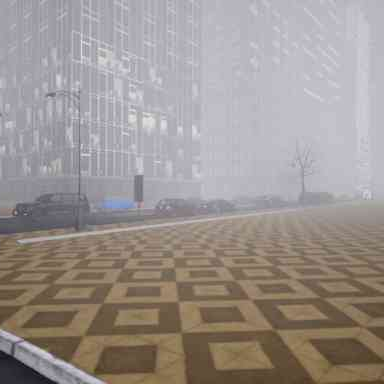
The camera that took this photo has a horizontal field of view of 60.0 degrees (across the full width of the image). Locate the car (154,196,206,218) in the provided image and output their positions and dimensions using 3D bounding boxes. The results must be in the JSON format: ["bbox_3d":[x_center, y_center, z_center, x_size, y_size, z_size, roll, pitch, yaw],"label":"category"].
[{"bbox_3d":[-1.124,1.240,27.106,1.967,1.590,4.097,1,1,41],"label":"car"}]

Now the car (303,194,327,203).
[{"bbox_3d":[21.313,1.031,57.533,2.033,1.411,5.357,0,1,41],"label":"car"}]

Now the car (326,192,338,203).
[{"bbox_3d":[20.964,0.839,53.124,2.192,1.841,5.009,1,1,41],"label":"car"}]

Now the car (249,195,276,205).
[{"bbox_3d":[10.515,1.178,49.701,1.895,1.301,4.718,0,1,41],"label":"car"}]

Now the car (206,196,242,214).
[{"bbox_3d":[2.530,1.320,31.467,1.947,1.339,4.313,1,1,41],"label":"car"}]

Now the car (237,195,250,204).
[{"bbox_3d":[7.211,1.148,49.941,1.947,1.339,4.313,1,1,41],"label":"car"}]

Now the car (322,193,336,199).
[{"bbox_3d":[33.091,0.828,80.209,1.947,1.339,4.313,1,1,41],"label":"car"}]

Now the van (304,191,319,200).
[{"bbox_3d":[25.698,0.694,71.557,1.690,1.788,3.998,1,1,41],"label":"van"}]

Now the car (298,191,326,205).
[{"bbox_3d":[17.267,0.885,48.800,2.192,1.841,5.009,1,1,41],"label":"car"}]

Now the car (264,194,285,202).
[{"bbox_3d":[14.606,1.056,58.589,1.947,1.339,4.313,1,1,41],"label":"car"}]

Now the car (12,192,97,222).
[{"bbox_3d":[-10.477,1.059,25.273,2.150,2.045,5.566,0,1,41],"label":"car"}]

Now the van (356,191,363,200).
[{"bbox_3d":[35.752,0.683,70.420,1.690,1.788,3.998,1,1,41],"label":"van"}]

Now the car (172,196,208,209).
[{"bbox_3d":[-0.188,1.218,41.300,1.887,1.381,4.507,1,1,41],"label":"car"}]

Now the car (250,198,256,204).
[{"bbox_3d":[10.184,1.128,44.515,1.837,1.490,4.892,0,1,41],"label":"car"}]

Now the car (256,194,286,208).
[{"bbox_3d":[9.872,1.244,40.157,1.802,1.307,4.206,1,1,41],"label":"car"}]

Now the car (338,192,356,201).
[{"bbox_3d":[28.468,0.957,61.904,1.752,1.417,4.829,1,1,41],"label":"car"}]

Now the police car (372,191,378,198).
[{"bbox_3d":[43.132,0.672,79.562,1.930,1.638,5.238,0,1,41],"label":"police car"}]

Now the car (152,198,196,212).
[{"bbox_3d":[-1.839,1.330,35.375,1.895,1.301,4.718,0,1,40],"label":"car"}]

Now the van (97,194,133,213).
[{"bbox_3d":[-7.665,1.107,32.723,1.690,1.788,3.998,1,1,41],"label":"van"}]
